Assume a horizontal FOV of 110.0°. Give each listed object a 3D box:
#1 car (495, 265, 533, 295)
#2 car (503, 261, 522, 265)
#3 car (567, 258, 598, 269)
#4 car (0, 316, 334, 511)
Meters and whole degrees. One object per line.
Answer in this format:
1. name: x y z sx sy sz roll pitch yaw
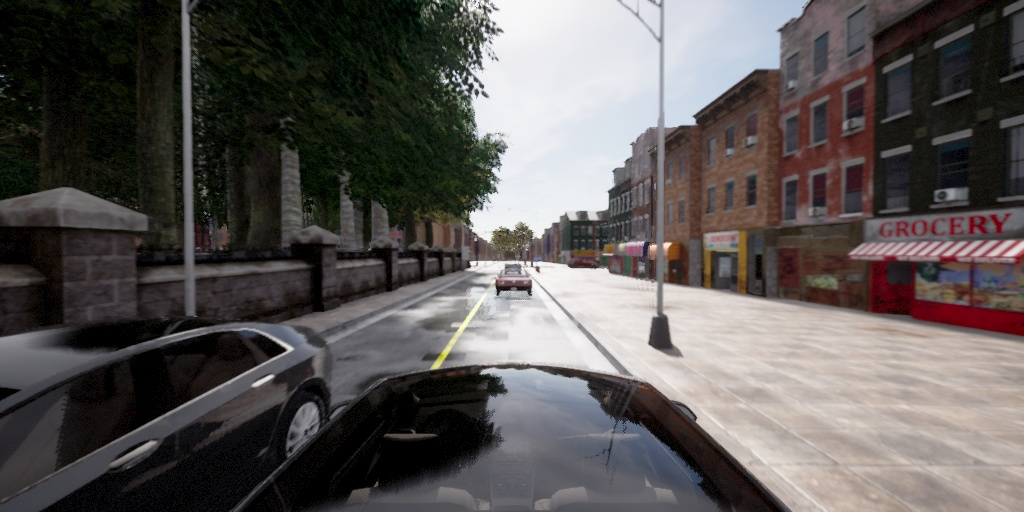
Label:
1. car: 0.093 1.347 19.782 1.895 1.301 4.718 0 0 0
2. car: 0.089 1.245 39.710 2.128 1.511 4.902 0 0 0
3. car: 11.758 1.297 60.083 5.009 1.841 2.192 0 0 0
4. car: -2.839 1.249 1.934 1.837 1.490 4.892 0 2 1
